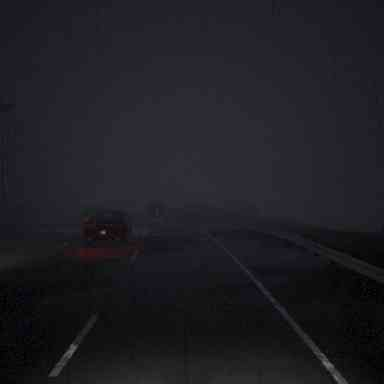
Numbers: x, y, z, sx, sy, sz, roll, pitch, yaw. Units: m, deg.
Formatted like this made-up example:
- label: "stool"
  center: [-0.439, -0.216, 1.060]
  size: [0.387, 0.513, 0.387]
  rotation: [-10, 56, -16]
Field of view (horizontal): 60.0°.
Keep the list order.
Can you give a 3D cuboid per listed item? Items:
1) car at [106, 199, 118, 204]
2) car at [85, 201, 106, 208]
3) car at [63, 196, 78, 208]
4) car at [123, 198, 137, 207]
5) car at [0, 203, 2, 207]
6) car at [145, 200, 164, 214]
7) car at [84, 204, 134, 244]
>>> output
- label: "car"
  center: [-14.330, 1.976, 59.345]
  size: [1.837, 1.490, 4.892]
  rotation: [1, -1, -22]
- label: "car"
  center: [-10.705, 1.919, 36.386]
  size: [1.895, 1.301, 4.718]
  rotation: [-1, 0, -14]
- label: "car"
  center: [-21.951, 1.811, 60.120]
  size: [2.150, 2.045, 5.566]
  rotation: [0, -1, -25]
- label: "car"
  center: [-11.643, 1.919, 61.924]
  size: [1.882, 1.535, 5.008]
  rotation: [0, 0, -23]
- label: "car"
  center: [-29.609, 2.162, 49.506]
  size: [1.837, 1.490, 4.892]
  rotation: [-1, 0, -19]
- label: "car"
  center: [-4.454, 1.742, 39.386]
  size: [1.837, 1.490, 4.892]
  rotation: [0, 0, -14]
- label: "car"
  center: [-4.118, 1.612, 16.809]
  size: [1.882, 1.535, 5.008]
  rotation: [0, 0, -6]
